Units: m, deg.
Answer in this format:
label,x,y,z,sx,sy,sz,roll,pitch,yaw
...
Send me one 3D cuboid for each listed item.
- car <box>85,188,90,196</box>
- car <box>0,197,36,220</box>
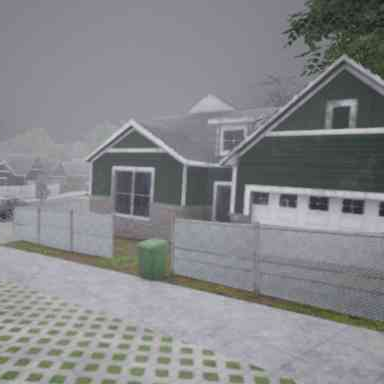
label,x,y,z,sx,sy,sz,roll,pitch,yaw
car,-15.892,-0.055,53.982,1.837,1.490,4.892,3,2,-3
car,-12.877,1.068,23.349,2.033,1.411,5.357,4,2,4
